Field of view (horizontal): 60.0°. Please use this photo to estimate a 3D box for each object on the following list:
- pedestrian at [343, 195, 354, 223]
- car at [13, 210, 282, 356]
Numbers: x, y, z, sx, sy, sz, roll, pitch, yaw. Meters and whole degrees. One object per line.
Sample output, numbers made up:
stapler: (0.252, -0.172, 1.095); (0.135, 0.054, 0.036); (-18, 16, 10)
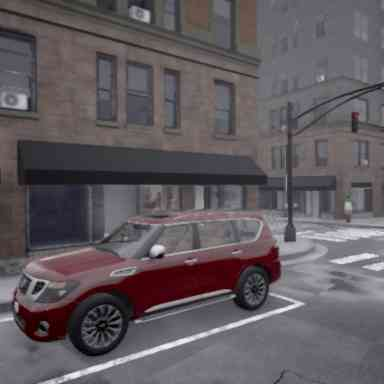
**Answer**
pedestrian: (10.631, 1.138, 22.570); (0.375, 1.860, 0.375); (-1, 1, -36)
car: (-0.459, 1.313, 6.220); (5.009, 1.841, 2.192); (0, -1, -36)
